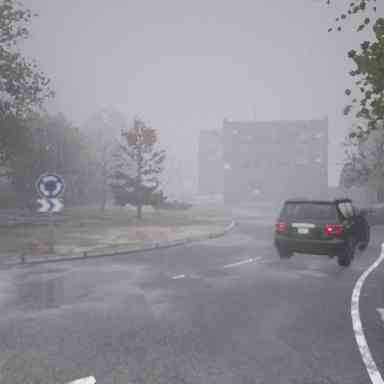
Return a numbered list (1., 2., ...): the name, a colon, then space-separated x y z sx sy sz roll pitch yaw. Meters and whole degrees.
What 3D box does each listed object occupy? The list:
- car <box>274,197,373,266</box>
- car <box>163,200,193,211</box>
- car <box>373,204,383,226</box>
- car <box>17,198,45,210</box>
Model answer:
1. car: 4.785 1.203 11.859 2.150 2.045 5.566 0 0 35
2. car: -2.319 1.557 39.110 4.718 1.301 1.895 0 0 35
3. car: 12.898 1.485 20.679 4.892 1.490 1.837 1 -1 -10
4. car: -18.843 1.507 41.045 4.892 1.490 1.837 1 -1 -18
